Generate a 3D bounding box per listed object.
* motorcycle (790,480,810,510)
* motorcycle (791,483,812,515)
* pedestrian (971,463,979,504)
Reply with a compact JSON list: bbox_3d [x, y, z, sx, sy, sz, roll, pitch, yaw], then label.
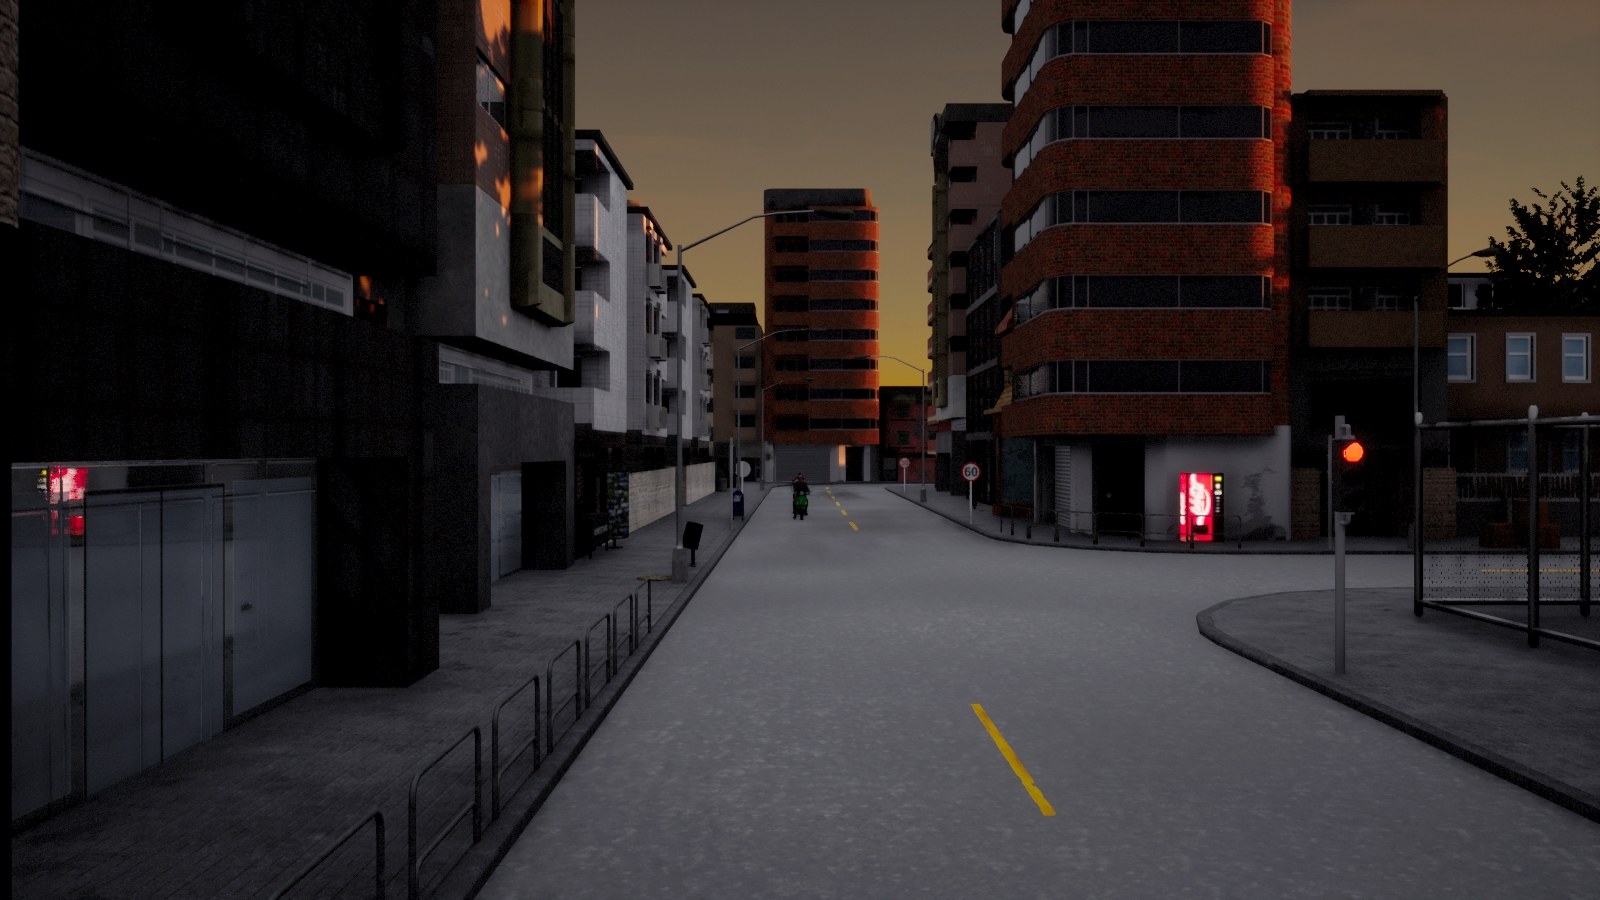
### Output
[{"bbox_3d":[0.019,1.970,50.389,0.856,1.236,1.805,0,0,0],"label":"motorcycle"},{"bbox_3d":[0.063,1.970,46.521,0.856,1.236,1.805,0,0,0],"label":"motorcycle"},{"bbox_3d":[7.991,1.533,52.141,0.375,1.860,0.375,0,0,8],"label":"pedestrian"}]
